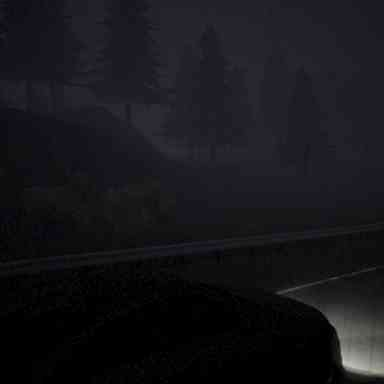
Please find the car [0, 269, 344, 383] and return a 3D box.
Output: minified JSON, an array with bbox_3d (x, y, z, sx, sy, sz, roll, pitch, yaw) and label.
[{"bbox_3d":[-0.316,1.554,3.453,4.181,1.385,1.994,0,0,-35],"label":"car"}]
